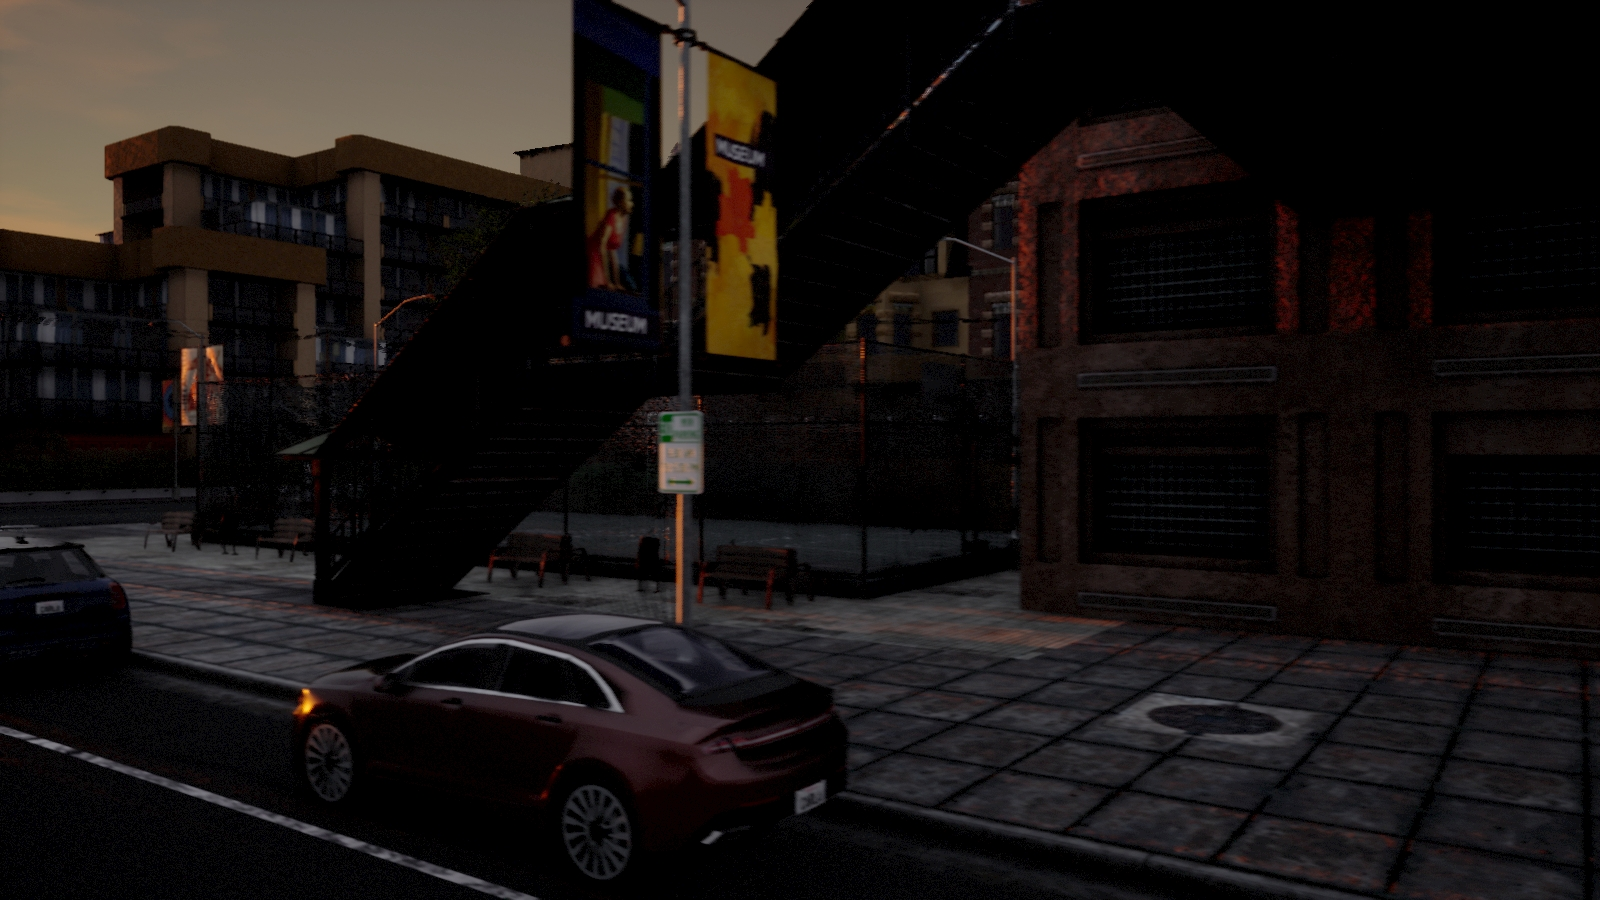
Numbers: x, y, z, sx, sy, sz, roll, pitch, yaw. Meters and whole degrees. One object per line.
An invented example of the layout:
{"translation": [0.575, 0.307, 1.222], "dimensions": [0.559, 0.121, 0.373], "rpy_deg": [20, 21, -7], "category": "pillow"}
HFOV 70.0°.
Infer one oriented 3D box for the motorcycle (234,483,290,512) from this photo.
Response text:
{"translation": [-25.126, 2.205, 53.384], "dimensions": [0.867, 1.251, 2.209], "rpy_deg": [0, 0, 35], "category": "motorcycle"}
